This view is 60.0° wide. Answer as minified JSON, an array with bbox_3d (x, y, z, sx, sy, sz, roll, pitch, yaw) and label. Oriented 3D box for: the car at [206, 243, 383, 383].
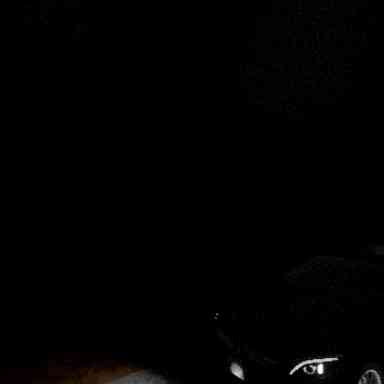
[{"bbox_3d":[2.375,1.525,4.662,4.674,1.442,1.812,0,0,-34],"label":"car"}]
